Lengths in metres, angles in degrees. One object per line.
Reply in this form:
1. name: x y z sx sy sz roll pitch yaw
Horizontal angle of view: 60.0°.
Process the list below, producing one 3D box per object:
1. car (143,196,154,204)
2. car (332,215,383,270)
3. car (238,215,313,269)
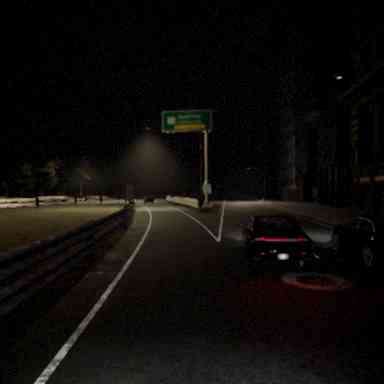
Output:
1. car: -8.323 1.504 64.471 1.837 1.490 4.892 0 0 -10
2. car: 6.162 1.496 10.989 2.128 1.511 4.902 0 0 6
3. car: 2.675 1.515 11.308 2.128 1.511 4.902 0 0 6
